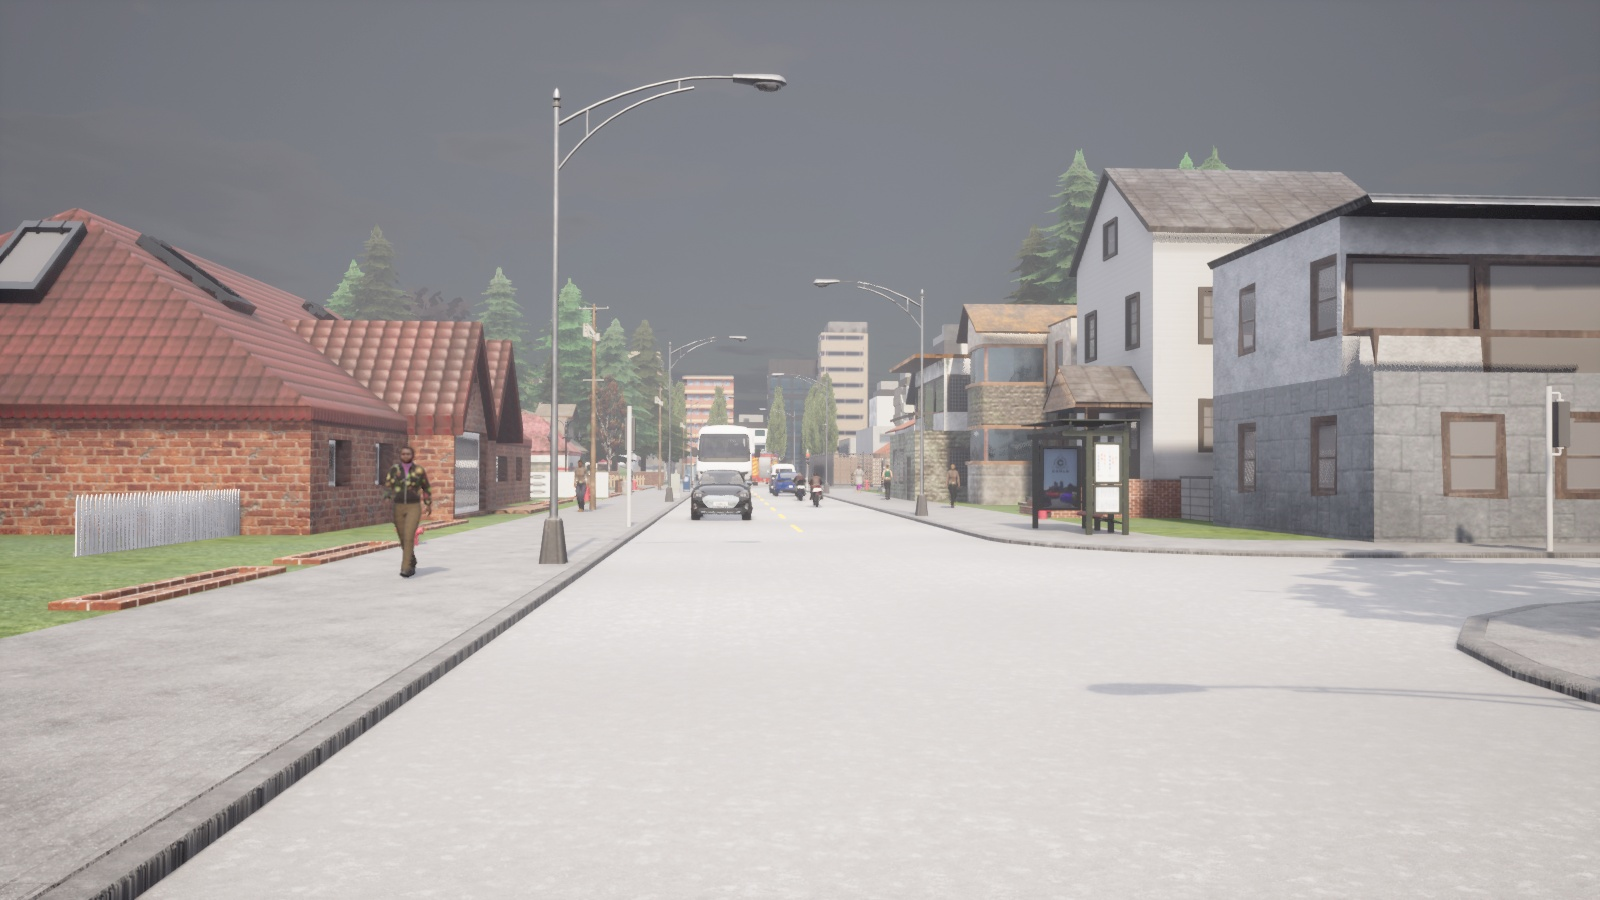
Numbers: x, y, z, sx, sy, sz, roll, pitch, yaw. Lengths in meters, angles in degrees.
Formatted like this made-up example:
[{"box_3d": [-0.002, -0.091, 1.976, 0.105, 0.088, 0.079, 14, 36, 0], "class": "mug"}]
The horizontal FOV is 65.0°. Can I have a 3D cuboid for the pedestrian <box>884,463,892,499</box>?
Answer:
[{"box_3d": [4.497, 1.582, 64.245, 0.345, 1.836, 0.594, 0, -1, 9], "class": "pedestrian"}]

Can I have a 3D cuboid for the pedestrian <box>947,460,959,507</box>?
[{"box_3d": [6.053, 1.331, 49.626, 0.331, 1.846, 0.634, 0, -1, -4], "class": "pedestrian"}]

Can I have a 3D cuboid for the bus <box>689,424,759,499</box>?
[{"box_3d": [-4.568, 0.731, 76.087, 3.944, 4.253, 10.273, 0, -1, -3], "class": "bus"}]

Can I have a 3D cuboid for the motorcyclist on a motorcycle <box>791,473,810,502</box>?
[{"box_3d": [0.000, 1.963, 66.479, 0.866, 1.530, 2.191, 0, -1, -3], "class": "motorcyclist on a motorcycle"}]

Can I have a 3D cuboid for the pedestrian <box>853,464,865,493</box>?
[{"box_3d": [4.014, 1.931, 84.929, 0.659, 1.952, 0.873, 0, -1, -6], "class": "pedestrian"}]

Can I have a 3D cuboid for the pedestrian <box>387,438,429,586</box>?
[{"box_3d": [-5.254, 0.819, 16.850, 0.395, 1.930, 0.692, 0, -1, -4], "class": "pedestrian"}]

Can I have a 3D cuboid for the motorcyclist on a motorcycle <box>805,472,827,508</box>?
[{"box_3d": [0.686, 1.707, 54.519, 0.797, 1.523, 2.044, 0, -1, -3], "class": "motorcyclist on a motorcycle"}]

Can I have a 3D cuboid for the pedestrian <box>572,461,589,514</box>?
[{"box_3d": [-7.565, 1.280, 43.297, 0.328, 1.805, 0.869, 0, -1, 7], "class": "pedestrian"}]

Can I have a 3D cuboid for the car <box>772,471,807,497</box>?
[{"box_3d": [-0.682, 2.108, 78.383, 1.882, 1.535, 5.008, 0, -1, -4], "class": "car"}]

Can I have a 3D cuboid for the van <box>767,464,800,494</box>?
[{"box_3d": [-1.204, 2.010, 87.578, 2.069, 2.038, 4.480, 0, -1, -4], "class": "van"}]

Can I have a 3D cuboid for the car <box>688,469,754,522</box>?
[{"box_3d": [-2.542, 1.444, 41.159, 2.033, 1.649, 4.856, 0, -1, -3], "class": "car"}]
